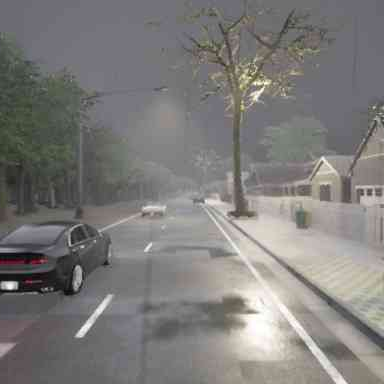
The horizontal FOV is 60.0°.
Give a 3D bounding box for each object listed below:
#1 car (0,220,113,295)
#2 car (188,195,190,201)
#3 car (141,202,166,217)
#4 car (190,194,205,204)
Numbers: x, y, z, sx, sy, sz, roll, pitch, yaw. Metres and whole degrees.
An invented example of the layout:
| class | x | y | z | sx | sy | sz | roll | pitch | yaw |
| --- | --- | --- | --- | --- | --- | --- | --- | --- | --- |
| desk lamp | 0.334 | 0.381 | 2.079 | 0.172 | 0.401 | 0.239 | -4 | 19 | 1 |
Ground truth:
| class | x | y | z | sx | sy | sz | roll | pitch | yaw |
| --- | --- | --- | --- | --- | --- | --- | --- | --- | --- |
| car | -3.399 | 1.491 | 8.628 | 1.837 | 1.490 | 4.892 | 0 | 0 | 0 |
| car | -0.005 | 1.357 | 79.531 | 2.033 | 1.411 | 5.357 | 0 | 0 | 0 |
| car | -3.401 | 1.562 | 30.568 | 1.895 | 1.301 | 4.718 | 0 | 0 | 0 |
| car | 1.220 | 1.296 | 60.839 | 2.097 | 1.767 | 4.553 | 0 | 0 | 0 |
